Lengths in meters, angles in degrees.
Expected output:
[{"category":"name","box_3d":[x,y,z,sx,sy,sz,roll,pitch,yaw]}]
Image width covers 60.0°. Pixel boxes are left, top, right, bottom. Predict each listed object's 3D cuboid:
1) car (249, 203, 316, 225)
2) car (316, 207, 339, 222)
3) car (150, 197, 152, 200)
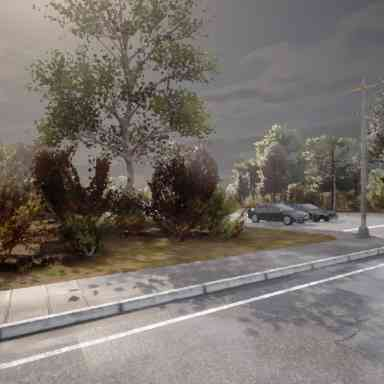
[{"category":"car","box_3d":[6.370,1.596,24.869,1.837,1.490,4.892,0,-1,-39]},{"category":"car","box_3d":[9.027,1.640,27.196,2.033,1.411,5.357,0,-1,-39]},{"category":"car","box_3d":[-6.108,1.847,52.976,5.566,2.045,2.150,-2,-1,40]}]
